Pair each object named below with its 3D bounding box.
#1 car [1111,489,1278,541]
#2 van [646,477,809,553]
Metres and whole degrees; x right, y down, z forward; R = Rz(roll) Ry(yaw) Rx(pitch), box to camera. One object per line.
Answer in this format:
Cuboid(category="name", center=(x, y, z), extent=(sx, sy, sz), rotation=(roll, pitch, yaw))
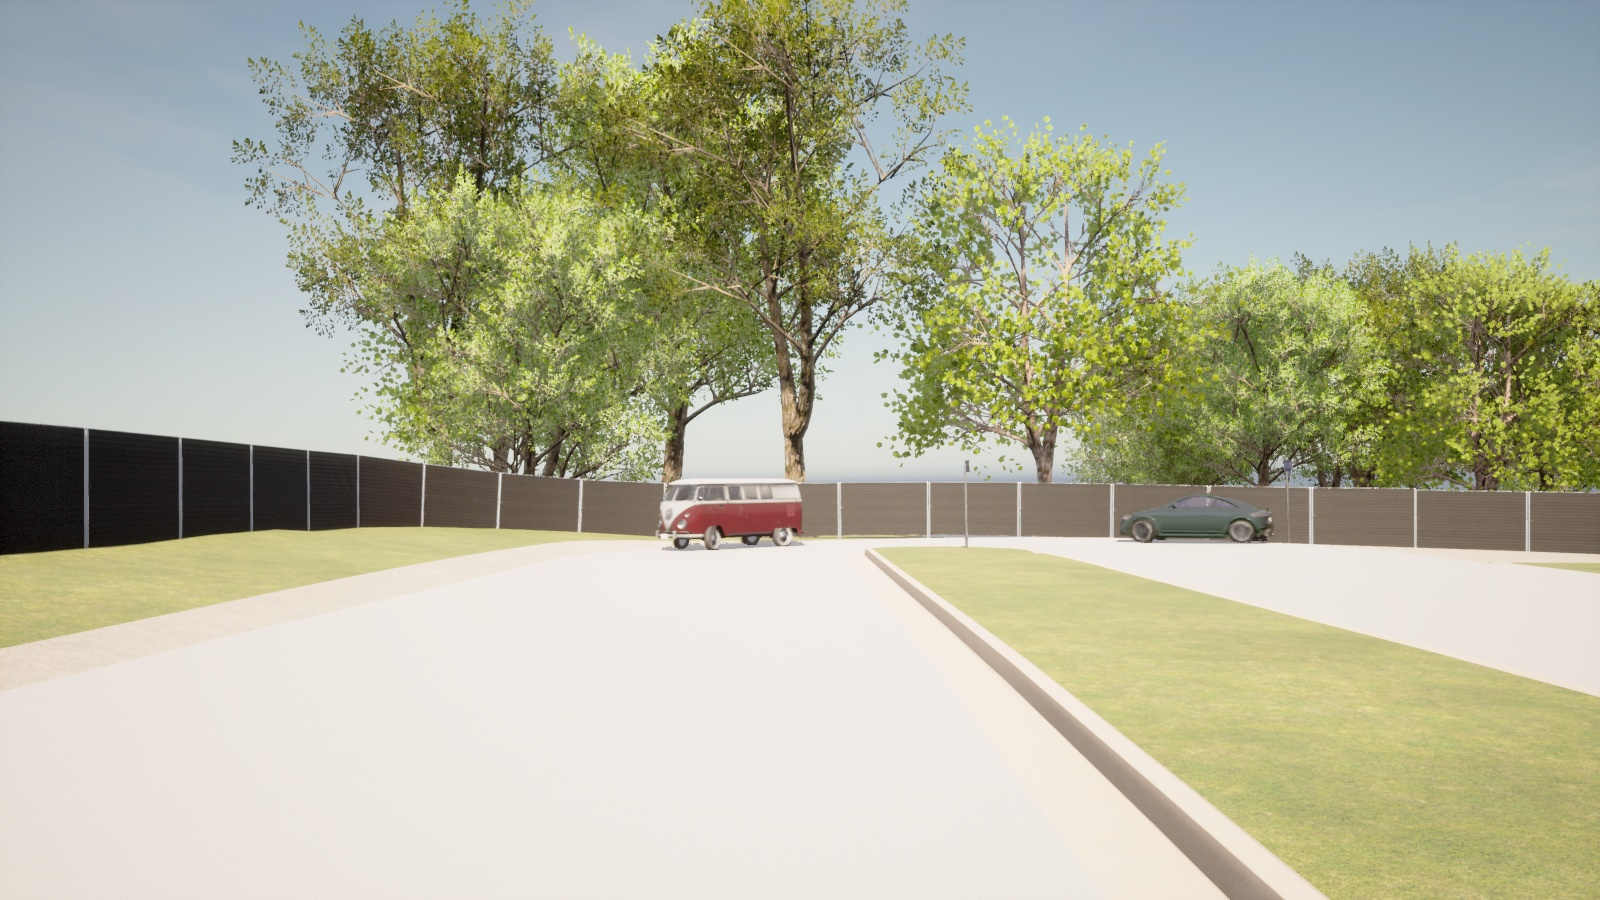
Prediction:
Cuboid(category="car", center=(11.220, 1.851, 35.777), extent=(4.181, 1.385, 1.994), rotation=(-2, -2, 29))
Cuboid(category="van", center=(-1.999, 1.815, 35.672), extent=(4.442, 1.987, 1.775), rotation=(0, -3, -43))
